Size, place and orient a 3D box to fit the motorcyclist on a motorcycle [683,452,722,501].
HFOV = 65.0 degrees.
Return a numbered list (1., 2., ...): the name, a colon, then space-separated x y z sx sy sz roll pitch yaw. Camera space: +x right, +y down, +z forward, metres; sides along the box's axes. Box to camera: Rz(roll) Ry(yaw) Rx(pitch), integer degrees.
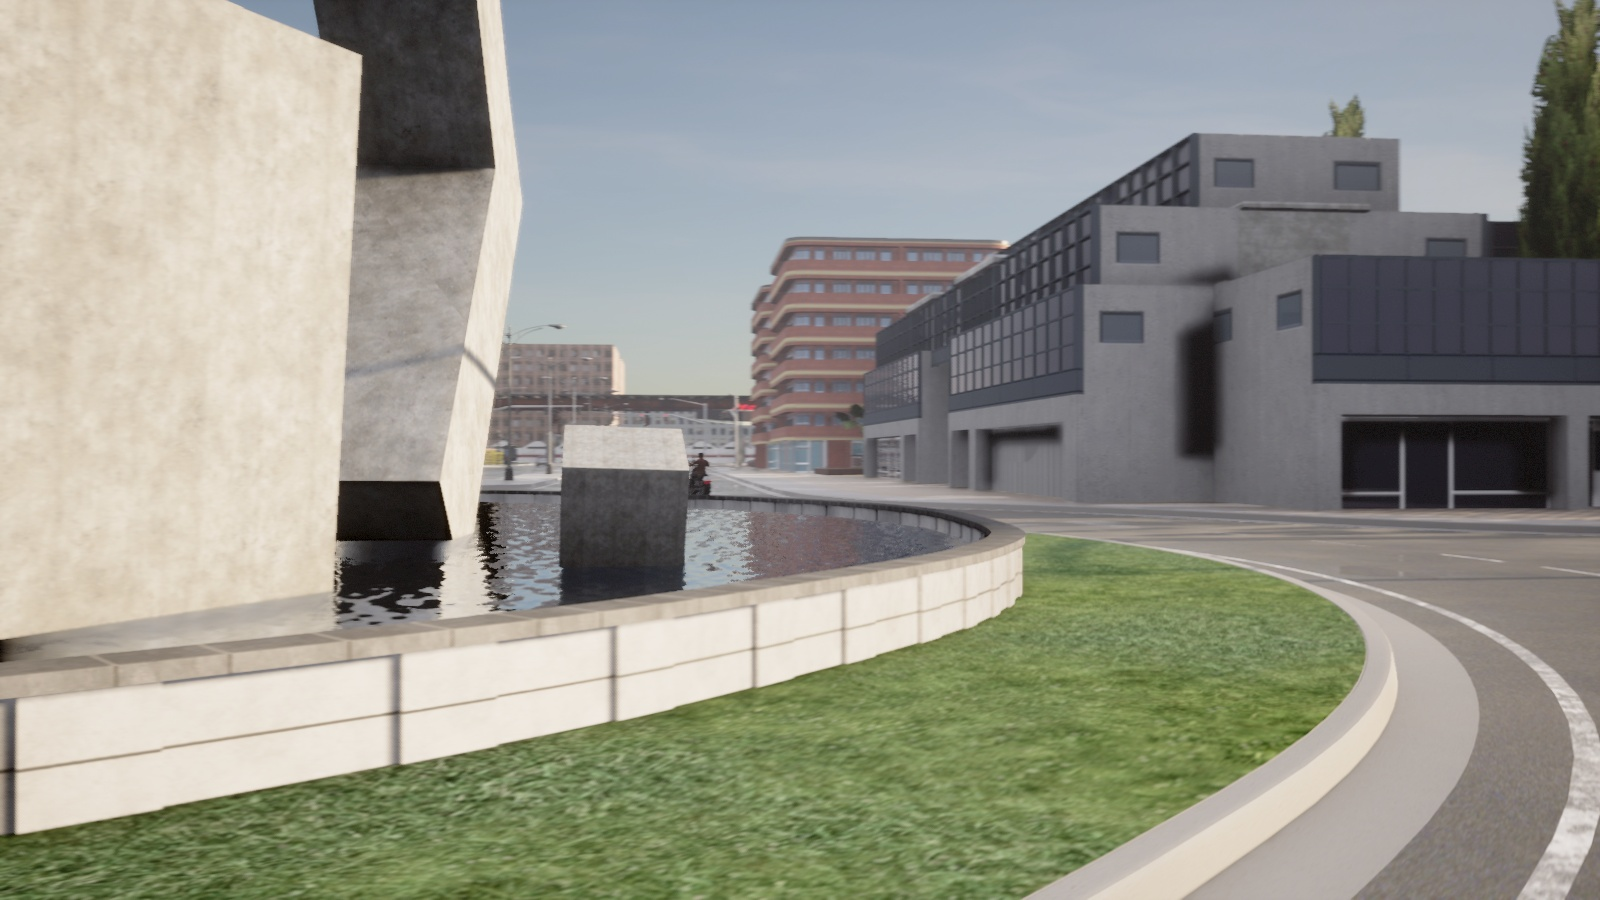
1. motorcyclist on a motorcycle: -3.364 0.893 43.298 0.766 1.649 2.350 0 -1 -19
